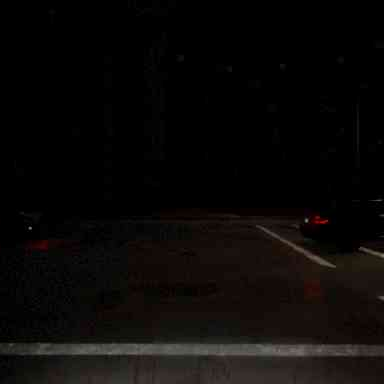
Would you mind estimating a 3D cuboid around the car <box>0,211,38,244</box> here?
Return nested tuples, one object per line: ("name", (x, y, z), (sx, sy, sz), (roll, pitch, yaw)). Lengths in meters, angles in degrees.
("car", (-10.331, 1.734, 16.744), (5.008, 1.535, 1.882), (-3, -1, 12))

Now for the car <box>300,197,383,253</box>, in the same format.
("car", (7.244, 1.214, 13.355), (5.566, 2.045, 2.150), (0, -1, -3))
